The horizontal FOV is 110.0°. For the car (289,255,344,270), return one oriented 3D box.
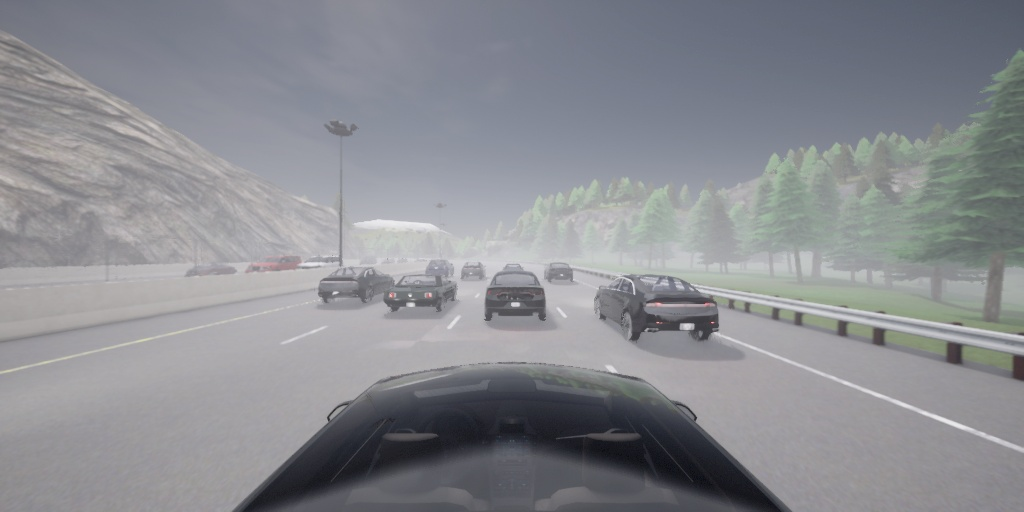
[{"bbox_3d":[-17.588,0.974,33.178,2.150,2.045,5.566,0,0,0],"label":"car"}]

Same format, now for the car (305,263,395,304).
[{"bbox_3d":[-6.897,1.244,16.432,2.128,1.511,4.902,0,0,0],"label":"car"}]

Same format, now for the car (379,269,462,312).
[{"bbox_3d":[-3.395,1.353,14.287,1.895,1.301,4.718,0,0,0],"label":"car"}]

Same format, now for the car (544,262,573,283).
[{"bbox_3d":[3.608,1.231,28.422,1.882,1.535,5.008,0,0,0],"label":"car"}]

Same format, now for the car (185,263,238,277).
[{"bbox_3d":[-28.083,1.321,33.628,1.994,1.385,4.181,0,0,0],"label":"car"}]

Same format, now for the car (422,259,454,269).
[{"bbox_3d":[-6.891,1.107,34.709,2.097,1.767,4.553,0,0,0],"label":"car"}]

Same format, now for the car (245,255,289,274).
[{"bbox_3d":[-21.089,0.975,32.192,2.150,2.045,5.566,0,0,0],"label":"car"}]

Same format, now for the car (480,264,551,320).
[{"bbox_3d":[0.104,1.229,12.681,1.882,1.535,5.008,0,0,0],"label":"car"}]

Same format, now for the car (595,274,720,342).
[{"bbox_3d":[3.603,1.242,9.796,2.128,1.511,4.902,0,0,0],"label":"car"}]

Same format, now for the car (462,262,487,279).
[{"bbox_3d":[-3.393,1.246,32.095,2.128,1.511,4.902,0,0,0],"label":"car"}]
